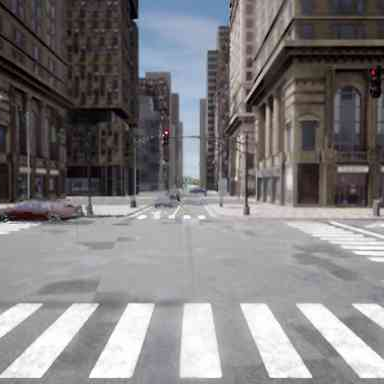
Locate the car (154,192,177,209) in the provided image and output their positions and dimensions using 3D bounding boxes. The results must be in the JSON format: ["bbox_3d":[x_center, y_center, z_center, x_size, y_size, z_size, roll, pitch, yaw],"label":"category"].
[{"bbox_3d":[-3.111,1.061,37.434,2.033,1.411,5.357,0,1,0],"label":"car"}]

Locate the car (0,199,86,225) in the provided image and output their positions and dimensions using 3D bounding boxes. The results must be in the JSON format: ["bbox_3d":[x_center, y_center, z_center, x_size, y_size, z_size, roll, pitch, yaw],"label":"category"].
[{"bbox_3d":[-9.290,1.155,20.092,5.357,1.411,2.033,0,2,0],"label":"car"}]

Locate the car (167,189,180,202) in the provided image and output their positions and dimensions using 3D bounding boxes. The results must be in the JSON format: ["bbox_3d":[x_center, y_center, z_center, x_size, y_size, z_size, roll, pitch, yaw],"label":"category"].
[{"bbox_3d":[-3.065,0.521,54.225,2.150,2.045,5.566,0,0,0],"label":"car"}]
